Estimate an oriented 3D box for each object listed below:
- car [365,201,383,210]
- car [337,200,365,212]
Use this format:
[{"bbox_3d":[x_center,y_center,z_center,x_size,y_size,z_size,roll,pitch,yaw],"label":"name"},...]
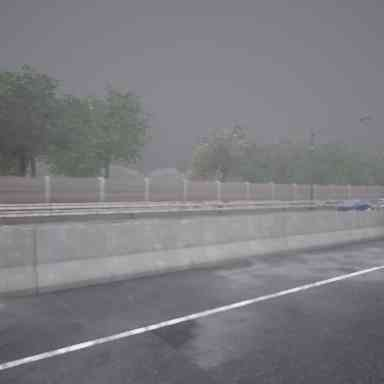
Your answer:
[{"bbox_3d":[21.443,1.682,36.498,4.892,1.490,1.837,0,0,-35],"label":"car"},{"bbox_3d":[19.079,1.653,39.111,5.008,1.535,1.882,0,0,-35],"label":"car"}]
